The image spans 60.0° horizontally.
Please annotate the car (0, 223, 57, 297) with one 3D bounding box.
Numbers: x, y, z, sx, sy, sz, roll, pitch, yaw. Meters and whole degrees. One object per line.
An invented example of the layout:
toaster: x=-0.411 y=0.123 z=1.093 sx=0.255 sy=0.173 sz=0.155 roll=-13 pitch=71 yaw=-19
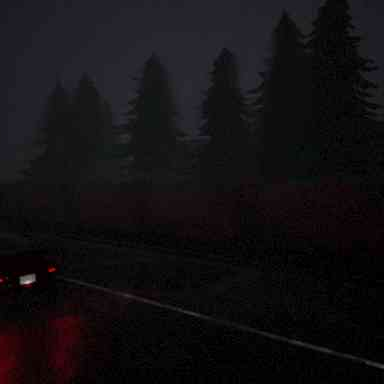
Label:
car: x=-4.905 y=1.410 z=7.488 sx=4.674 sy=1.442 sz=1.812 roll=1 pitch=1 yaw=36
